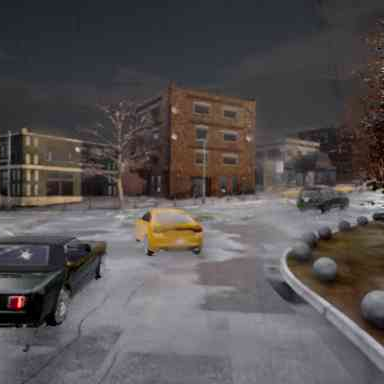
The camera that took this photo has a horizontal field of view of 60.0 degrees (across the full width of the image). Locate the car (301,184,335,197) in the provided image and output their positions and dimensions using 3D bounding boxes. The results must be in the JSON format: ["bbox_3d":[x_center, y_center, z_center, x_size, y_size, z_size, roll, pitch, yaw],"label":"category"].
[{"bbox_3d":[18.268,-0.226,48.076,5.366,1.575,1.946,-4,3,-35],"label":"car"}]

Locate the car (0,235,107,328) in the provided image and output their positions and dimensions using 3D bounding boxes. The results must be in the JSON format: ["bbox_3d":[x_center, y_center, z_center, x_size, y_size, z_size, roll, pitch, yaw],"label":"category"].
[{"bbox_3d":[-3.093,1.531,6.805,1.895,1.301,4.718,1,0,-2],"label":"car"}]

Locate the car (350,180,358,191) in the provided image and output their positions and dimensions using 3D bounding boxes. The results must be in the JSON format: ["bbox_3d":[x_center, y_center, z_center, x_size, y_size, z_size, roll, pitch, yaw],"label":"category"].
[{"bbox_3d":[22.801,-0.515,51.222,5.366,1.575,1.946,-4,3,-35],"label":"car"}]

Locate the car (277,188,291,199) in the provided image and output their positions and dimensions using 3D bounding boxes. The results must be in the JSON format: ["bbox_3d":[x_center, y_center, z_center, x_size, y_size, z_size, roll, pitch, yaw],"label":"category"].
[{"bbox_3d":[13.731,0.065,44.940,5.366,1.575,1.946,-4,3,-35],"label":"car"}]

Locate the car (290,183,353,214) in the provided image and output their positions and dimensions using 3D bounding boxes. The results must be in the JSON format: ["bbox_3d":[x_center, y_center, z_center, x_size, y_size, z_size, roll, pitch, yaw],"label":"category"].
[{"bbox_3d":[10.943,0.628,27.799,5.566,2.045,2.150,-4,3,-41],"label":"car"}]

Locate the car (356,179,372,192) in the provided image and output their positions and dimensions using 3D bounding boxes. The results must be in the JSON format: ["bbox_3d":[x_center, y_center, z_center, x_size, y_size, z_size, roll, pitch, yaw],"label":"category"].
[{"bbox_3d":[27.559,-1.066,54.518,5.566,2.045,2.435,-4,3,-35],"label":"car"}]

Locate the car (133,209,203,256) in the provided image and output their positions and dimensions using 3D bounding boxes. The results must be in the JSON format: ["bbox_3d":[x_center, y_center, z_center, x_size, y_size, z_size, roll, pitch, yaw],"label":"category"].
[{"bbox_3d":[-1.077,1.404,12.977,1.882,1.535,5.008,1,0,-17],"label":"car"}]
